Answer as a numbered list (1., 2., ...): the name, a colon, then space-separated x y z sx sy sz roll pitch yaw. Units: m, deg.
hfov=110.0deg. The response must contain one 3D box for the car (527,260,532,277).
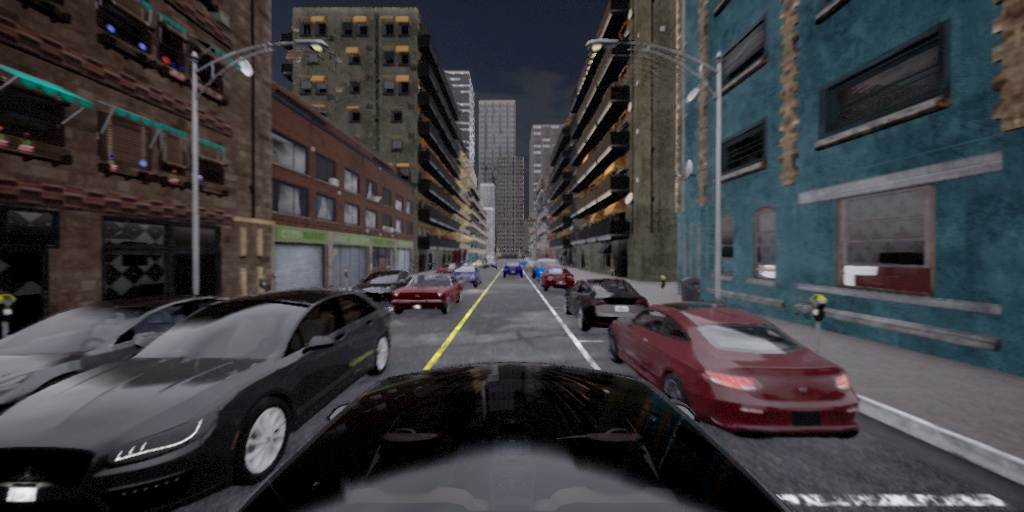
1. car: 2.685 1.355 32.960 1.948 1.339 4.313 0 0 0

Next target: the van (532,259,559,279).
1. van: 2.685 1.122 27.436 1.690 1.789 3.998 0 0 0

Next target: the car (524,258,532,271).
1. car: 2.682 1.339 49.700 1.751 1.417 4.829 0 0 0

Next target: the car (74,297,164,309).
1. car: -5.693 1.320 5.354 1.948 1.339 4.313 0 0 0

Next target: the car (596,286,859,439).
1. car: 2.688 1.336 5.343 1.802 1.307 4.207 0 0 0

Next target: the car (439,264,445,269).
1. car: -5.697 1.334 32.972 1.888 1.381 4.507 0 0 0

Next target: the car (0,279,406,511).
1. car: -3.091 1.258 4.694 1.837 1.490 4.892 0 0 0

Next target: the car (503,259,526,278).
1. car: 0.097 1.270 35.357 1.882 1.535 5.008 0 0 0

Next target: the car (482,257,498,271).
1. car: -3.007 1.214 51.773 1.882 1.535 5.008 0 0 0

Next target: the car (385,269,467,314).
1. car: -3.093 1.365 13.968 1.895 1.301 4.718 0 0 0

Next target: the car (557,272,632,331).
1. car: 2.687 1.326 10.866 1.948 1.339 4.313 0 0 0

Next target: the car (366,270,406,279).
1. car: -5.695 1.333 16.401 1.948 1.339 4.313 0 0 0

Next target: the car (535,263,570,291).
1. car: 2.686 1.319 21.913 1.888 1.381 4.507 0 0 0

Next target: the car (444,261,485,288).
1. car: -3.094 1.303 24.331 1.812 1.442 4.674 0 0 0
